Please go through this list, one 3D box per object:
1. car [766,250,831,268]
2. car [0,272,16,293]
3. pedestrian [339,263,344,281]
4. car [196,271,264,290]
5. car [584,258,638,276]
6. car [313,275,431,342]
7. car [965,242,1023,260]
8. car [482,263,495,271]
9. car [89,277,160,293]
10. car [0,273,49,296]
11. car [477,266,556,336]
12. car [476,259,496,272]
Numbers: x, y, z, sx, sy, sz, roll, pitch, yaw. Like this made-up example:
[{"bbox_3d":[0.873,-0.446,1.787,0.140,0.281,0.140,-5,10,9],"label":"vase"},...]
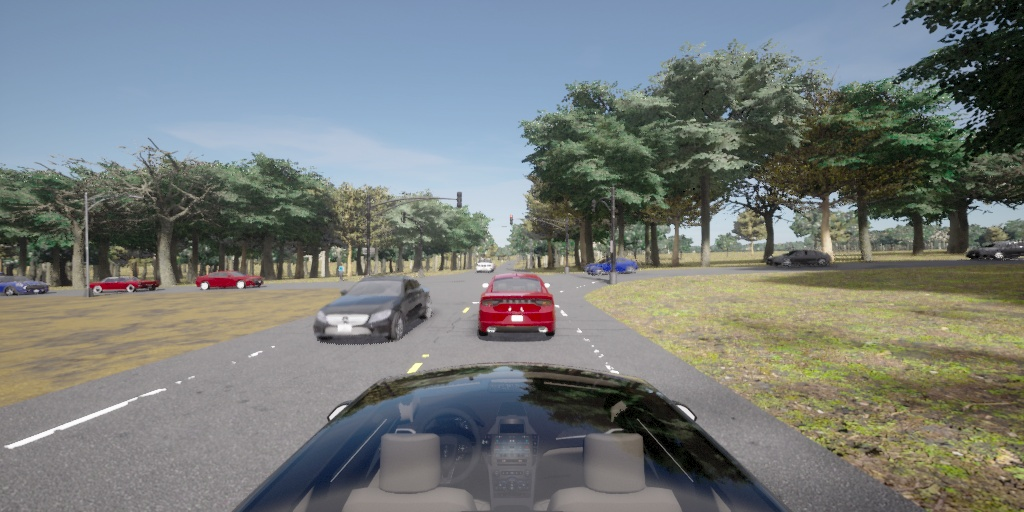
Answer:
[{"bbox_3d":[25.336,0.222,31.821,4.892,1.490,1.837,-2,-1,2],"label":"car"},{"bbox_3d":[-52.826,2.716,35.217,5.566,2.045,2.150,-2,-1,3],"label":"car"},{"bbox_3d":[-17.919,1.683,37.555,0.375,1.860,0.375,0,1,3],"label":"pedestrian"},{"bbox_3d":[-23.694,1.987,30.205,5.008,1.535,1.882,-2,-1,2],"label":"car"},{"bbox_3d":[8.577,0.891,31.100,4.674,1.442,1.812,-2,-1,-12],"label":"car"},{"bbox_3d":[-3.532,1.281,9.977,1.812,1.442,4.674,0,0,1],"label":"car"},{"bbox_3d":[42.585,-0.442,31.085,4.892,1.490,1.837,-3,-1,3],"label":"car"},{"bbox_3d":[-4.099,1.936,62.951,1.994,1.385,4.181,0,-1,0],"label":"car"},{"bbox_3d":[-33.052,2.429,30.624,4.718,1.301,1.895,-2,-1,3],"label":"car"},{"bbox_3d":[-43.333,2.514,31.114,4.553,1.767,2.097,-2,-1,3],"label":"car"},{"bbox_3d":[0.126,1.234,10.438,1.882,1.535,5.008,0,0,0],"label":"car"},{"bbox_3d":[-3.931,1.416,53.001,2.150,2.045,5.566,0,-1,1],"label":"car"}]
